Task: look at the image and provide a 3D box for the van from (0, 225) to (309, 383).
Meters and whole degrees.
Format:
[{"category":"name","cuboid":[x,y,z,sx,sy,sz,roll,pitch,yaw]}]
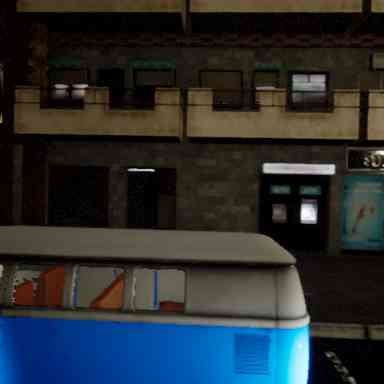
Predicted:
[{"category":"van","cuboid":[-0.846,1.296,3.508,3.998,1.788,1.690,1,1,3]}]
